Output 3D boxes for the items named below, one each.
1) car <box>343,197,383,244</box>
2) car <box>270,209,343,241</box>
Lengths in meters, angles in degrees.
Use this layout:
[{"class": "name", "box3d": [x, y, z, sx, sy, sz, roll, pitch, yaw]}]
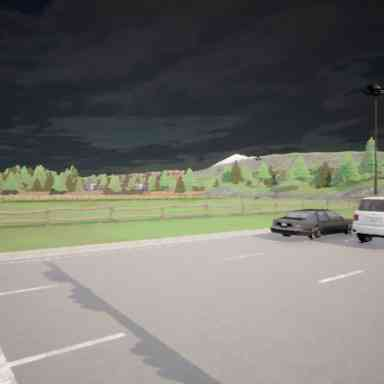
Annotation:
[{"class": "car", "box3d": [9.349, 1.222, 14.714, 5.566, 2.045, 2.150, 0, 0, -36]}, {"class": "car", "box3d": [6.301, 1.550, 16.838, 5.357, 1.411, 2.033, 0, 0, -36]}]
